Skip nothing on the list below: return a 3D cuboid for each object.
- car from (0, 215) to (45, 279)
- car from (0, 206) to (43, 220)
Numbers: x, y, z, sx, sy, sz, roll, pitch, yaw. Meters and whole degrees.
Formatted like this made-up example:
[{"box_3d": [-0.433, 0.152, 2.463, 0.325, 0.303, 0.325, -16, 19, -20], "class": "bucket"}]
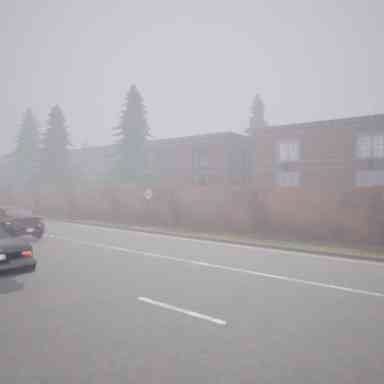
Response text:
[{"box_3d": [-6.123, 1.431, 8.742, 5.357, 1.411, 2.033, 1, 0, 39], "class": "car"}, {"box_3d": [-8.433, 1.350, 15.068, 4.674, 1.442, 1.812, 1, 0, 38], "class": "car"}]
